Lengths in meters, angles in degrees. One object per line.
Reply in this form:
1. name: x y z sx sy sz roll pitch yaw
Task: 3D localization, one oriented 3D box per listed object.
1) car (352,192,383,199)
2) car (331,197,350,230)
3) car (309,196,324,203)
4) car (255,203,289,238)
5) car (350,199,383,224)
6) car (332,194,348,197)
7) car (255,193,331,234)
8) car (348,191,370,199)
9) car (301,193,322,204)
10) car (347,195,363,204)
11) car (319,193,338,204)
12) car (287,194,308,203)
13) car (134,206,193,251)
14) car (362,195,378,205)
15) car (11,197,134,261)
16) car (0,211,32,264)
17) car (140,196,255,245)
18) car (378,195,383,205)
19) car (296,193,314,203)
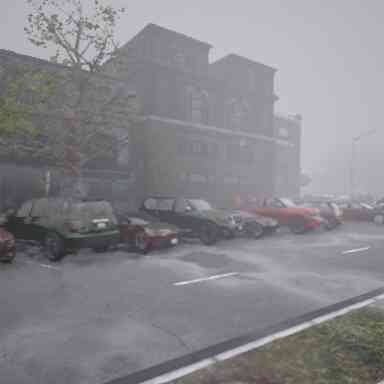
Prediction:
1. car: 16.955 1.221 28.012 5.566 2.045 2.435 -1 0 35
2. car: 7.151 1.350 21.016 4.553 1.767 2.185 -1 -1 35
3. car: 28.290 1.716 75.542 2.163 1.488 4.792 1 -2 35
4. car: 2.251 1.501 17.542 4.792 1.488 2.163 -1 -1 35
5. car: 12.046 1.480 24.518 5.008 1.535 2.097 -1 -1 35
6. car: 23.908 1.201 52.152 2.002 1.452 4.674 1 0 35
7. car: 4.701 1.222 19.290 5.566 2.045 2.435 -1 -1 35
8. car: 25.587 0.909 49.695 2.435 2.045 5.566 1 -1 35
9. car: 20.525 1.037 56.996 2.185 1.767 4.553 0 -1 35
10. car: 33.484 1.561 68.140 2.185 1.767 4.553 1 -2 35
11. car: 30.023 1.434 73.064 2.435 2.045 5.566 1 -2 35
12. car: 18.960 1.164 59.607 1.946 1.575 5.366 0 -1 35
13. car: -2.647 1.497 14.055 4.792 1.488 2.163 -1 -1 35
14. car: 35.211 1.560 65.654 2.185 1.767 4.553 1 -2 35
15. car: -5.149 1.215 12.340 5.566 2.045 2.435 -1 -1 35
16. car: -7.570 1.464 10.586 5.008 1.535 2.097 -1 -1 35
17. car: -0.200 1.218 15.805 5.566 2.045 2.435 -1 -1 35
18. car: 36.890 1.557 63.121 2.185 1.767 4.553 1 -2 35
19. car: 26.616 1.438 78.085 2.435 2.045 5.566 1 -2 35
